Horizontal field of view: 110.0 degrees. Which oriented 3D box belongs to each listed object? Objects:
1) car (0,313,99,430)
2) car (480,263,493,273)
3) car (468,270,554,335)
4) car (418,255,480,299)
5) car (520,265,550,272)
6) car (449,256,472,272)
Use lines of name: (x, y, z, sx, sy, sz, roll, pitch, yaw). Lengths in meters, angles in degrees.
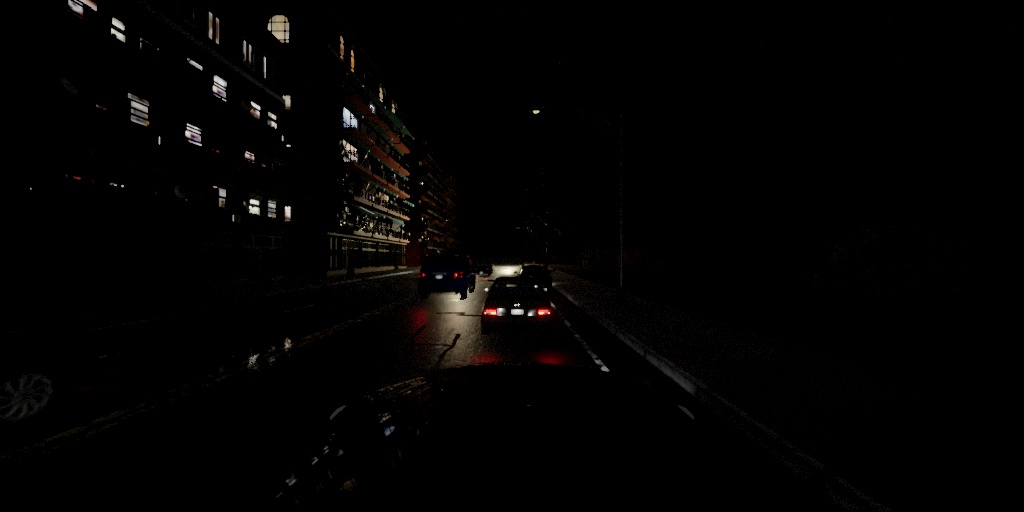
car: (-6.599, 1.255, 2.806, 1.837, 1.490, 4.892, 0, 0, 0)
car: (-3.067, 1.353, 38.412, 1.895, 1.301, 4.718, 0, 0, 0)
car: (0.121, 1.299, 10.521, 2.033, 1.411, 5.357, 0, 0, 0)
car: (-3.114, 0.975, 18.049, 2.150, 2.045, 5.566, 0, 0, 0)
car: (1.178, 1.257, 20.209, 1.837, 1.490, 4.892, 0, 0, 0)
car: (-6.497, 0.972, 46.249, 2.150, 2.045, 5.566, 0, 0, 0)
